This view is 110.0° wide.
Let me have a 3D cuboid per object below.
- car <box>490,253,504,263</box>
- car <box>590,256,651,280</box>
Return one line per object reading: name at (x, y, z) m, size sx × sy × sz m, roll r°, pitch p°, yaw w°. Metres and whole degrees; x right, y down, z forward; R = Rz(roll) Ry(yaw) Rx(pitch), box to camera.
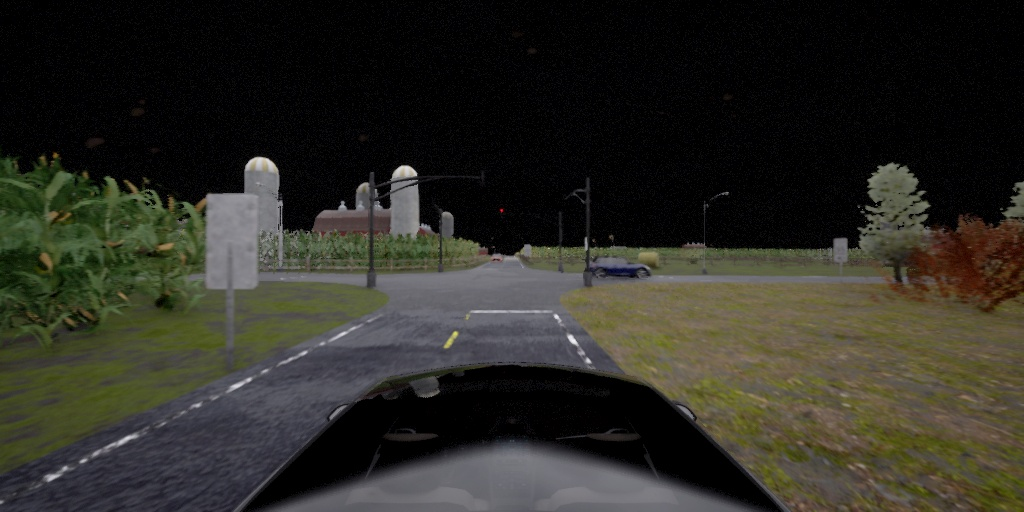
car at (-2.734, 0.331, 64.154) m, size 2.097 × 1.767 × 4.553 m, roll 0°, pitch 1°, yaw 0°
car at (7.862, 0.814, 26.649) m, size 4.553 × 1.767 × 2.097 m, roll 1°, pitch 0°, yaw -4°
